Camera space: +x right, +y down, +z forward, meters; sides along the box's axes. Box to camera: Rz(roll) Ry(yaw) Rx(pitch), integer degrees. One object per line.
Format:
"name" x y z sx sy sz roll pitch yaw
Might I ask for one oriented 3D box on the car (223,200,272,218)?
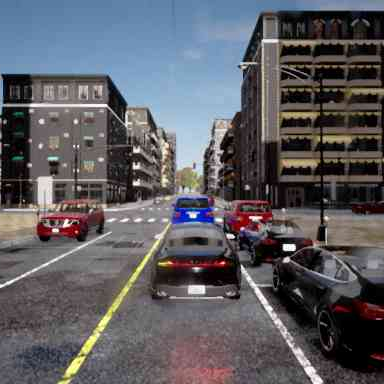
"car" 2.729 1.320 16.670 2.192 1.841 5.009 1 0 0

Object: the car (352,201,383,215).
"car" 17.183 1.577 31.079 4.206 1.307 1.802 0 -1 0

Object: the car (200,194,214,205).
"car" 2.633 1.335 60.445 2.192 1.841 5.009 1 0 0

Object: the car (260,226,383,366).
"car" 2.687 1.568 5.795 1.947 1.339 4.313 1 0 0

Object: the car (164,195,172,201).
"car" -5.946 1.555 82.966 1.752 1.417 4.829 1 0 0

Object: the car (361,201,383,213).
"car" 22.670 1.738 39.488 4.313 1.339 1.947 0 -1 0

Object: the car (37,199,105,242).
"car" -5.798 1.320 16.636 2.192 1.841 5.009 1 0 0

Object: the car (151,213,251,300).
"car" 0.076 1.507 8.388 1.837 1.490 4.892 0 0 0

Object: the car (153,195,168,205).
"car" -5.995 1.571 60.352 2.008 1.369 4.403 1 0 0

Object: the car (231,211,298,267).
"car" 2.669 1.569 11.234 1.947 1.339 4.313 1 0 0

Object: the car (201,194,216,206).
"car" 2.661 1.333 54.744 2.192 1.841 5.009 1 0 0

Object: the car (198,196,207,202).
"car" 2.452 1.593 77.529 1.947 1.339 4.313 1 0 0

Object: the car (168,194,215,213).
"car" 0.042 1.227 18.304 2.150 2.045 5.566 0 0 0
